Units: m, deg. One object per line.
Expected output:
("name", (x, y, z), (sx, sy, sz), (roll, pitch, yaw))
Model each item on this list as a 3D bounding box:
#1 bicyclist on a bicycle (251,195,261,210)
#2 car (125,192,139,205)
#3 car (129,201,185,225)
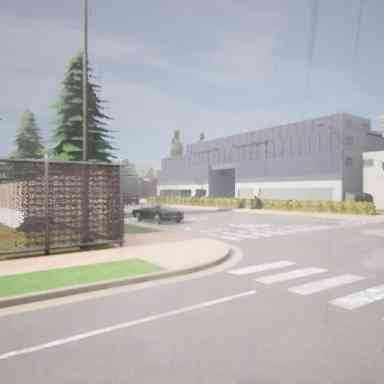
("bicyclist on a bicycle", (7.015, 1.150, 36.551), (1.656, 1.620, 0.582), (-1, 0, -35))
("car", (-10.464, 1.094, 54.489), (2.150, 2.045, 5.566), (0, 0, -30))
("car", (-2.498, 1.544, 24.028), (1.895, 1.301, 4.718), (0, 0, -35))
